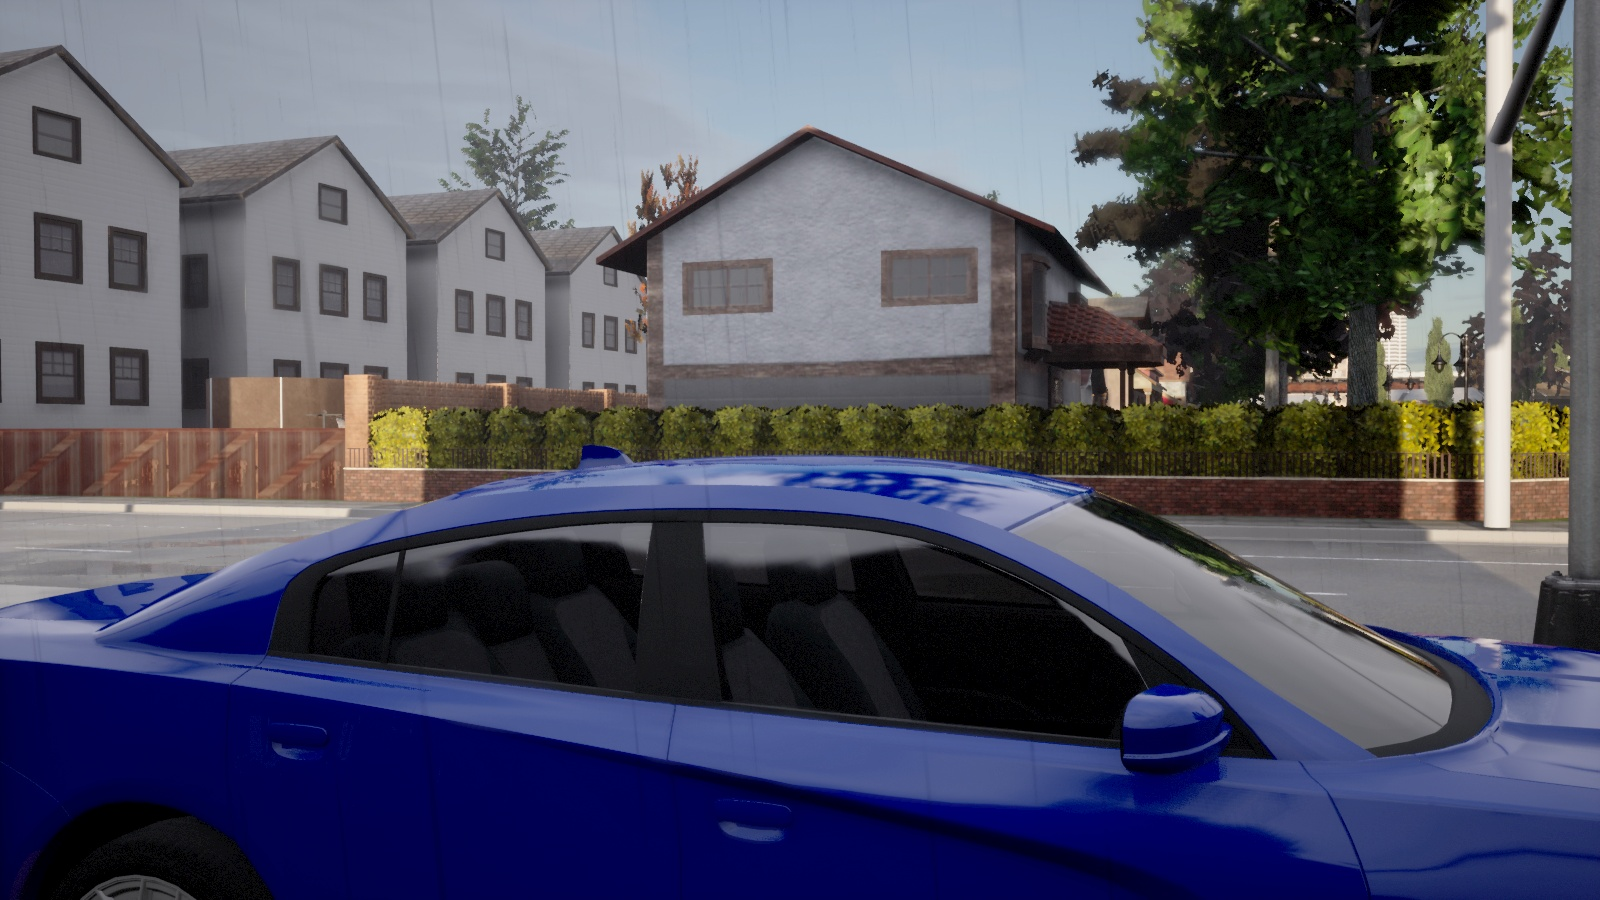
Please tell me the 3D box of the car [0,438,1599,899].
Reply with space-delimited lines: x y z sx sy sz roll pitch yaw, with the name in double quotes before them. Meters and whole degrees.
"car" 0.253 0.755 3.108 5.008 1.535 1.882 1 1 19
